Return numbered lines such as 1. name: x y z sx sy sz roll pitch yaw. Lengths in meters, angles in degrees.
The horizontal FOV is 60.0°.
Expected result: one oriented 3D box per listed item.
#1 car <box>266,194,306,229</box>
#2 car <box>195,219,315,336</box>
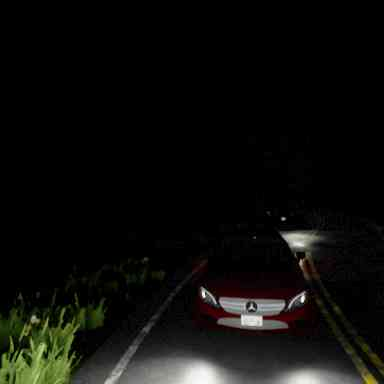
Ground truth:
1. car: 6.300 1.196 21.943 2.150 2.045 5.566 -2 -1 21
2. car: 1.269 1.534 6.933 1.812 1.442 4.674 -1 0 11
